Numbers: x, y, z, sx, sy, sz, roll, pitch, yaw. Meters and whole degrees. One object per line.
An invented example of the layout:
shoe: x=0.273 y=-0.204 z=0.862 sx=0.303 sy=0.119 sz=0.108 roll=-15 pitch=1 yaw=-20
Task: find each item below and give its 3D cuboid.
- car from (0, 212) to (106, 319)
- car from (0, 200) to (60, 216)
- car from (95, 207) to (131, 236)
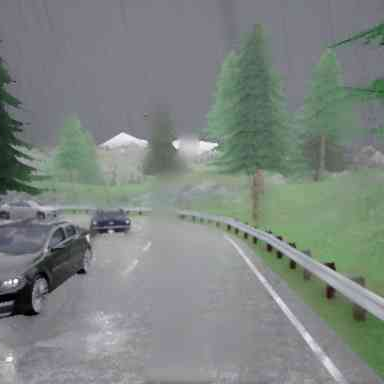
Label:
car: x=-3.640 y=1.433 z=7.423 sx=2.128 sy=1.511 sz=4.902 roll=0 pitch=0 yaw=-1
car: x=-12.364 y=1.339 z=25.221 sx=4.674 sy=1.442 sz=1.812 roll=0 pitch=0 yaw=9
car: x=-4.251 y=1.466 z=17.261 sx=1.895 sy=1.301 sz=4.718 roll=0 pitch=0 yaw=-16
